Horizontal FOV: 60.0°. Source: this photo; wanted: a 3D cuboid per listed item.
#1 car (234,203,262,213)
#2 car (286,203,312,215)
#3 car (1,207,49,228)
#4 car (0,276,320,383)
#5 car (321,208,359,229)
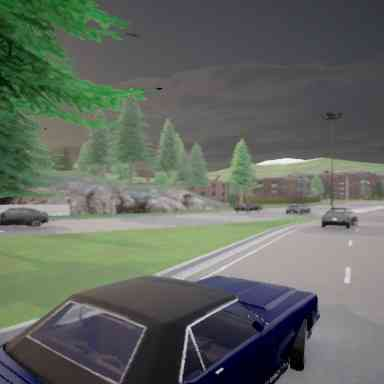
[{"bbox_3d":[7.727,2.166,45.454,1.895,1.301,4.718,0,-1,39],"label":"car"},{"bbox_3d":[13.190,2.101,41.078,1.994,1.385,4.181,0,-1,39],"label":"car"},{"bbox_3d":[-12.313,1.778,22.793,4.674,1.442,1.812,1,-1,-35],"label":"car"},{"bbox_3d":[-0.171,1.646,3.670,1.895,1.301,4.718,0,-1,38],"label":"car"},{"bbox_3d":[11.087,1.881,24.805,1.994,1.385,4.181,0,-1,35],"label":"car"}]
